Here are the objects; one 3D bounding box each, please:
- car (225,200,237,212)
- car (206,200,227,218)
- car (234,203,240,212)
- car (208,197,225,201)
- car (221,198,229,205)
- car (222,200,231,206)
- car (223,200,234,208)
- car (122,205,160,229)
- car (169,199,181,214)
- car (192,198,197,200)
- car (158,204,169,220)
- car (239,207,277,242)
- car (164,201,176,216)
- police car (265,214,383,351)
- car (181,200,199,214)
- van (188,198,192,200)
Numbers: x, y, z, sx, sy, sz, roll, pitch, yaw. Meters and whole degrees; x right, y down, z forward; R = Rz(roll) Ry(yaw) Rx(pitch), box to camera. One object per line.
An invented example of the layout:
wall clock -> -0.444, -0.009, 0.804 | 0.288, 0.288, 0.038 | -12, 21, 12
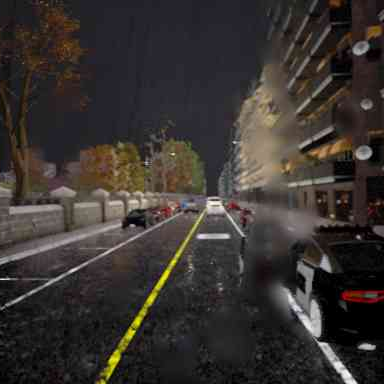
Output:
car -> 5.875, 2.069, 46.952 | 1.802, 1.307, 4.206 | -1, -1, 4
car -> 2.512, 1.920, 35.613 | 1.812, 1.442, 4.674 | -1, -1, 4
car -> 4.408, 1.766, 24.484 | 1.887, 1.381, 4.507 | -1, -1, 4
car -> 3.154, 1.754, 46.650 | 2.150, 2.045, 5.566 | -1, -1, 4
car -> 8.441, 2.425, 86.280 | 1.967, 1.590, 4.097 | -1, -1, 4
car -> 7.709, 2.406, 75.043 | 1.947, 1.339, 4.313 | -1, -1, 4
car -> 6.976, 2.280, 63.807 | 1.802, 1.307, 4.206 | -1, -1, 4
car -> -3.953, 1.949, 25.028 | 1.947, 1.339, 4.313 | -1, -1, 4
car -> -2.855, 2.018, 41.880 | 1.967, 1.590, 4.097 | -1, -1, 4
car -> -0.652, 2.567, 75.587 | 1.947, 1.339, 4.313 | -1, -1, 4
car -> -3.586, 2.027, 30.646 | 1.802, 1.307, 4.206 | -1, -1, 4
car -> 4.040, 1.709, 18.865 | 2.008, 1.369, 4.403 | -1, -1, 4
car -> -3.220, 2.054, 36.263 | 1.887, 1.381, 4.507 | -1, -1, 4
police car -> 2.910, 1.454, 6.583 | 1.930, 1.638, 5.238 | -1, -1, 4
car -> -0.018, 2.103, 44.081 | 2.033, 1.411, 5.357 | -1, -1, 4
van -> -1.390, 2.201, 64.354 | 1.690, 1.788, 3.998 | -1, -1, 4
